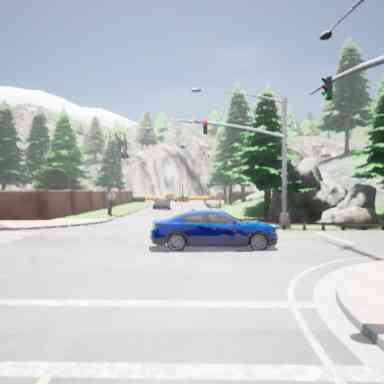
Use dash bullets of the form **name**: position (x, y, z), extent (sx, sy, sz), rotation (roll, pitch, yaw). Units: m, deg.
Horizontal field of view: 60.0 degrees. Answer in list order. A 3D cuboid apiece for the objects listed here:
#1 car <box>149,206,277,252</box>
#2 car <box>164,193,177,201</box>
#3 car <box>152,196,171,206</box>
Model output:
- **car**: position (0.835, 1.461, 13.192), extent (5.008, 1.535, 1.882), rotation (0, 0, -2)
- **car**: position (-3.579, 0.888, 55.904), extent (2.097, 1.767, 4.553), rotation (0, 0, 0)
- **car**: position (-3.649, 1.504, 40.521), extent (1.994, 1.385, 4.181), rotation (0, 0, 0)
